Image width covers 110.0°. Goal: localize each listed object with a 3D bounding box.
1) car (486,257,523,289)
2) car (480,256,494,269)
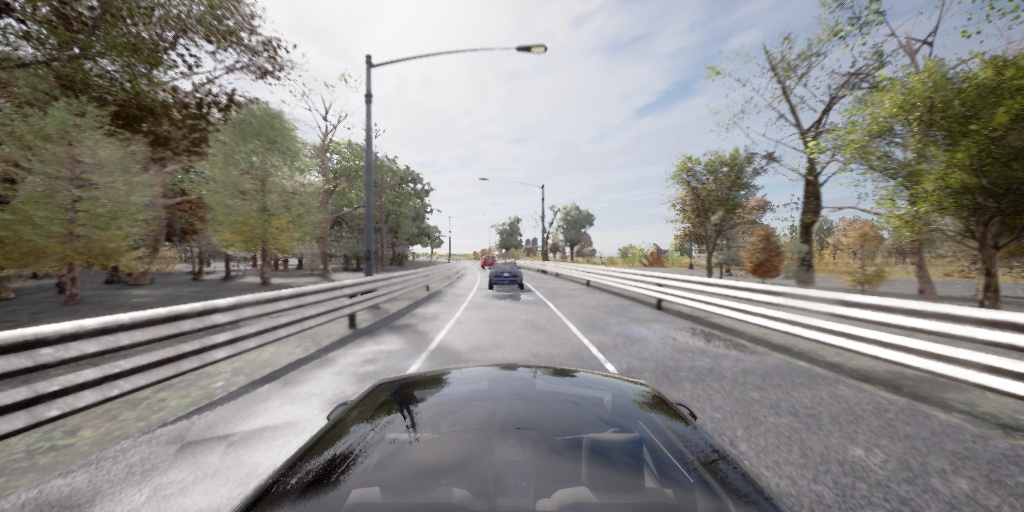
[{"bbox_3d":[-0.476,1.107,23.321,2.097,1.767,4.553,0,0,-3],"label":"car"},{"bbox_3d":[-3.730,0.958,55.907,2.150,2.045,5.566,0,0,-9],"label":"car"}]
